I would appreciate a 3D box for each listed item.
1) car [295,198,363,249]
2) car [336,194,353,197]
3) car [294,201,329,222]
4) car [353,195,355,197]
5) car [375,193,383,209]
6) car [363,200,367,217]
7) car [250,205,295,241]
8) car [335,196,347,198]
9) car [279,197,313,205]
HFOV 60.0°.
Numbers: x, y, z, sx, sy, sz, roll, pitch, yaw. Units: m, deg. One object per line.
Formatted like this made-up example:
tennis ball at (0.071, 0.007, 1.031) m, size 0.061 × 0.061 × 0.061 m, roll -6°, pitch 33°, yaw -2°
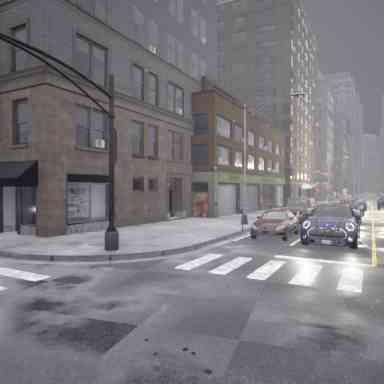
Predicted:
car at (6.172, 1.313, 14.603) m, size 2.097 × 1.767 × 4.553 m, roll 1°, pitch 0°, yaw 28°
car at (22.703, 1.279, 50.634) m, size 2.192 × 1.841 × 5.009 m, roll 0°, pitch 0°, yaw 28°
car at (9.478, 1.487, 26.153) m, size 1.887 × 1.381 × 4.507 m, roll 0°, pitch 0°, yaw 28°
car at (27.993, 1.414, 60.427) m, size 1.967 × 1.590 × 4.097 m, roll 0°, pitch 0°, yaw 28°
car at (25.512, 1.358, 43.673) m, size 2.097 × 1.767 × 4.553 m, roll 1°, pitch 0°, yaw 28°
car at (10.517, 1.454, 22.635) m, size 2.128 × 1.511 × 4.902 m, roll 1°, pitch 0°, yaw 28°
car at (4.189, 1.522, 16.360) m, size 1.802 × 1.307 × 4.206 m, roll 0°, pitch 0°, yaw 28°
car at (17.413, 1.503, 40.841) m, size 2.008 × 1.369 × 4.403 m, roll 0°, pitch 0°, yaw 28°
car at (6.833, 1.256, 21.257) m, size 2.192 × 1.841 × 5.009 m, roll 0°, pitch 0°, yaw 28°
